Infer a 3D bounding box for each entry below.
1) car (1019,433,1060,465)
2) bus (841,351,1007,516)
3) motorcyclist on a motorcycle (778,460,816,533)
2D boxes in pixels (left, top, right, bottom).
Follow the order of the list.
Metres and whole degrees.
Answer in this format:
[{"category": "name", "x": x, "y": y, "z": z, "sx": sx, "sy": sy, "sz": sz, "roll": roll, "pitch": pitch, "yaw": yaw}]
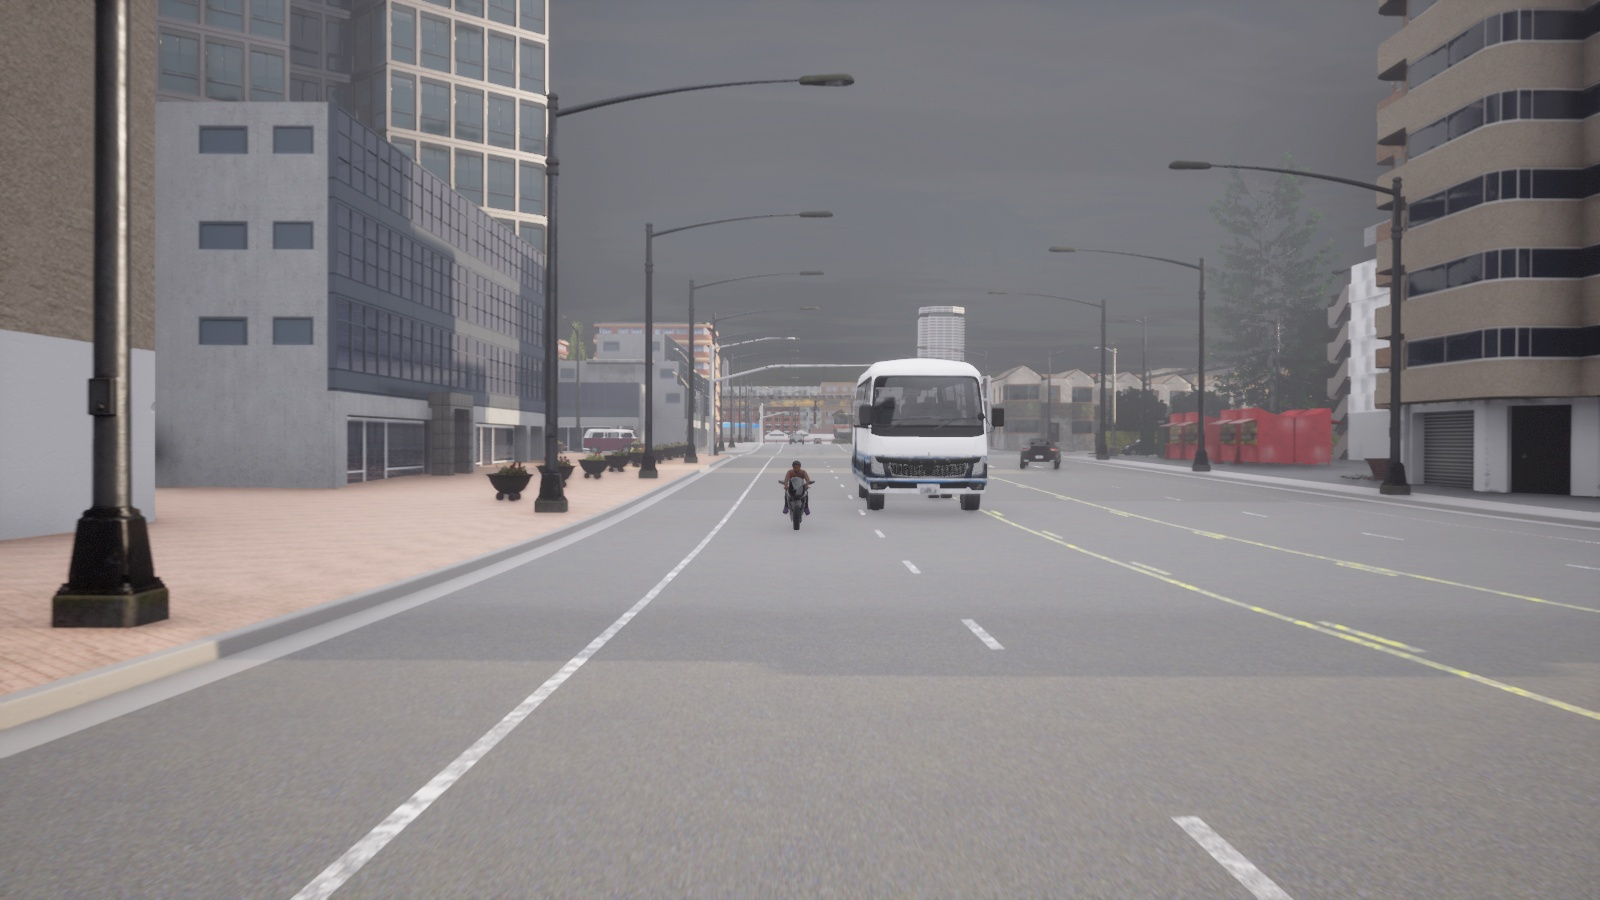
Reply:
[{"category": "car", "x": 13.428, "y": -0.092, "z": 70.194, "sx": 2.152, "sy": 1.651, "sz": 5.027, "roll": 0, "pitch": 1, "yaw": 12}, {"category": "bus", "x": 3.403, "y": -0.529, "z": 37.770, "sx": 3.944, "sy": 4.253, "sz": 10.273, "roll": 0, "pitch": 1, "yaw": 0}, {"category": "motorcyclist on a motorcycle", "x": -0.067, "y": 0.995, "z": 27.848, "sx": 0.797, "sy": 1.523, "sz": 2.044, "roll": 0, "pitch": 1, "yaw": 0}]
